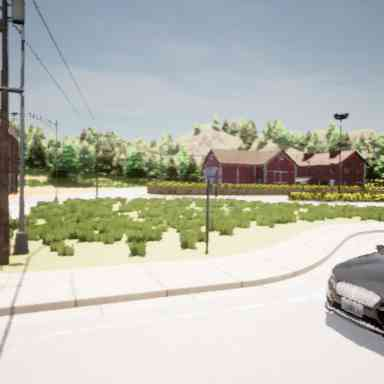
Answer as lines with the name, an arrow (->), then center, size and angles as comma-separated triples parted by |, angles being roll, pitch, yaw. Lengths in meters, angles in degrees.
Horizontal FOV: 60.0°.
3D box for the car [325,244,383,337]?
car -> 4.573, 1.410, 5.705 | 4.902, 1.511, 2.128 | 0, 2, -22
